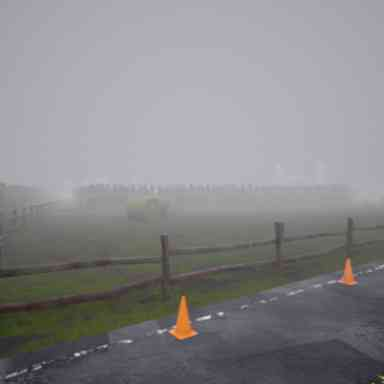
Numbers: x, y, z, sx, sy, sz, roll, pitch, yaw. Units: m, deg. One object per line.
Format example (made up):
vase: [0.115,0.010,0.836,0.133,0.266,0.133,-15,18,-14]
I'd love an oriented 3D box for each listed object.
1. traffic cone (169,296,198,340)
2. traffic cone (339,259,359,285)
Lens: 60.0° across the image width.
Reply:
traffic cone: [-0.132,1.955,5.287,0.340,0.580,0.340,0,0,-36]
traffic cone: [3.874,1.947,8.231,0.340,0.580,0.340,0,0,-37]
